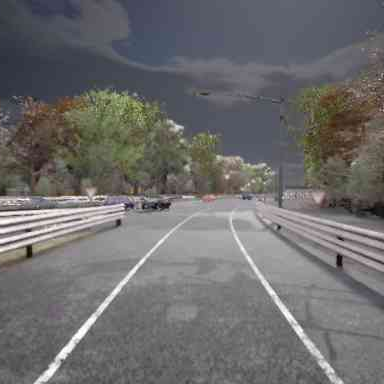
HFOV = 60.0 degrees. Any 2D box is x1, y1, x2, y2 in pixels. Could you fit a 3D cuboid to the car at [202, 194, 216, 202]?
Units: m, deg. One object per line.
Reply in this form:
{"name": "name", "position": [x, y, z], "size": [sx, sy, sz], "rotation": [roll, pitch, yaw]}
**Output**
{"name": "car", "position": [4.047, 1.301, 76.502], "size": [2.097, 1.767, 4.553], "rotation": [1, 0, 22]}

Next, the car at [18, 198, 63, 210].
{"name": "car", "position": [-14.253, 1.297, 31.575], "size": [1.994, 1.385, 4.181], "rotation": [1, 0, 22]}

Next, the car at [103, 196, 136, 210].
{"name": "car", "position": [-8.010, 1.197, 37.616], "size": [2.097, 1.767, 4.553], "rotation": [1, 0, 22]}

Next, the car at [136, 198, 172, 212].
{"name": "car", "position": [-3.993, 1.401, 38.222], "size": [1.882, 1.535, 5.008], "rotation": [1, 0, 22]}
